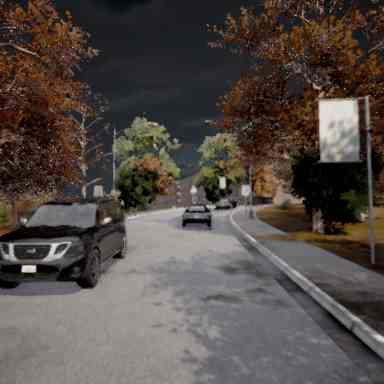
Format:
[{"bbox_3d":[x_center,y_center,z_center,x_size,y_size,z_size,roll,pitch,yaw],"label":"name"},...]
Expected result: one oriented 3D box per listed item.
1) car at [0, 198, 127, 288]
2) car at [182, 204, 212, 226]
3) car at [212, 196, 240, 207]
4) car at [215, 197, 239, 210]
[{"bbox_3d":[-3.335,1.221,9.577,2.150,2.045,5.566,0,0,0],"label":"car"},{"bbox_3d":[0.414,1.555,23.556,1.994,1.385,4.181,0,0,3],"label":"car"},{"bbox_3d":[5.182,1.443,50.207,2.128,1.511,4.902,-3,-1,33],"label":"car"},{"bbox_3d":[4.432,1.467,41.341,1.994,1.385,4.181,-2,0,22],"label":"car"}]
